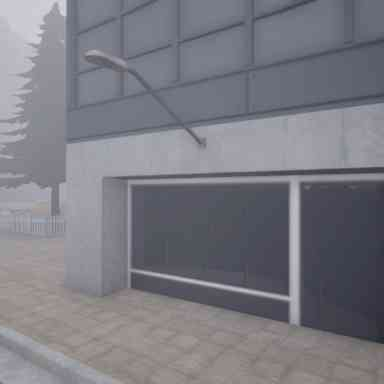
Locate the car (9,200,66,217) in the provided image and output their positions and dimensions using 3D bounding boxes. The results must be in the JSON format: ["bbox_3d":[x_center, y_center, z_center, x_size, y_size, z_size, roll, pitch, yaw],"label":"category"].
[{"bbox_3d":[-13.848,1.480,30.158,1.882,1.535,5.008,0,0,34],"label":"car"}]
